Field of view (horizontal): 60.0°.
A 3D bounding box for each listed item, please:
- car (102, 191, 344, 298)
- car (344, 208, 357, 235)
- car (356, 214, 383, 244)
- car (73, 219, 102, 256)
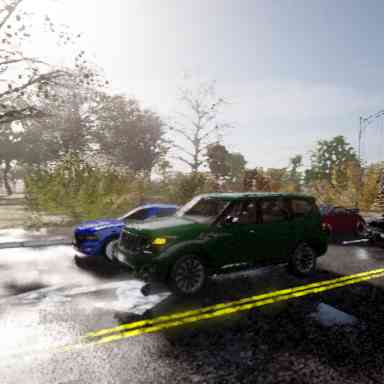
[{"bbox_3d":[0.935,1.018,8.199,5.566,2.045,2.150,1,2,-31],"label":"car"},{"bbox_3d":[6.284,1.324,15.625,4.181,1.385,1.994,1,2,-33],"label":"car"},{"bbox_3d":[9.178,1.375,13.646,5.008,1.535,1.882,1,2,-34],"label":"car"},{"bbox_3d":[-1.203,1.144,10.727,5.008,1.535,1.882,1,2,-33],"label":"car"}]
